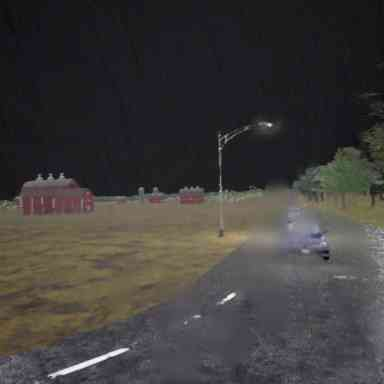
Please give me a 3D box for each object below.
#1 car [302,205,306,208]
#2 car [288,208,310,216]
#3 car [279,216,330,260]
[{"bbox_3d":[15.271,3.077,48.748,1.882,1.535,5.008,-2,-2,17],"label":"car"},{"bbox_3d":[9.442,2.485,29.793,1.882,1.535,5.008,-2,-2,17],"label":"car"},{"bbox_3d":[4.900,2.029,14.744,1.812,1.442,4.674,-2,-2,16],"label":"car"}]
